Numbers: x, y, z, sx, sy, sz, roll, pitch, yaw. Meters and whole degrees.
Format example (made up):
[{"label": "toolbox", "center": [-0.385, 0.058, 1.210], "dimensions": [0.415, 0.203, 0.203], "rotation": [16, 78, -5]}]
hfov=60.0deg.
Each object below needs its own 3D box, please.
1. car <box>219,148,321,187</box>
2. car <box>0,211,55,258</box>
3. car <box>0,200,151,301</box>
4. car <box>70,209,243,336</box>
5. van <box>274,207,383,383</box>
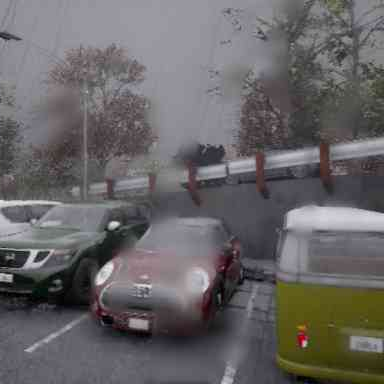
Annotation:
[{"label": "car", "center": [3.138, -0.954, 13.197], "dimensions": [4.181, 1.385, 1.994], "rotation": [-6, -3, 36]}, {"label": "car", "center": [-7.582, 1.552, 12.302], "dimensions": [2.163, 1.488, 4.792], "rotation": [0, -1, 16]}, {"label": "car", "center": [-2.650, 1.254, 8.741], "dimensions": [2.435, 2.045, 5.566], "rotation": [0, -1, 15]}, {"label": "car", "center": [-0.178, 1.373, 7.042], "dimensions": [2.185, 1.767, 4.553], "rotation": [0, -1, 15]}, {"label": "van", "center": [2.294, 1.266, 5.372], "dimensions": [1.878, 1.987, 4.442], "rotation": [0, -1, 15]}]
